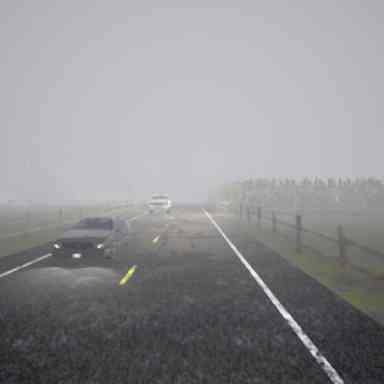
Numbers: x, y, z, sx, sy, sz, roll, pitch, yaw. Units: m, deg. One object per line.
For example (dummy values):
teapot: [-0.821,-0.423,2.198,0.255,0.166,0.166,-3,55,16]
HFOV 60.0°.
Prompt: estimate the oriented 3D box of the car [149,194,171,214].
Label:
car: [-3.546,1.251,37.550,2.150,2.045,5.566,0,0,0]

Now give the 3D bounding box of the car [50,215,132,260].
car: [-3.608,1.623,13.066,2.033,1.411,5.357,0,0,0]
